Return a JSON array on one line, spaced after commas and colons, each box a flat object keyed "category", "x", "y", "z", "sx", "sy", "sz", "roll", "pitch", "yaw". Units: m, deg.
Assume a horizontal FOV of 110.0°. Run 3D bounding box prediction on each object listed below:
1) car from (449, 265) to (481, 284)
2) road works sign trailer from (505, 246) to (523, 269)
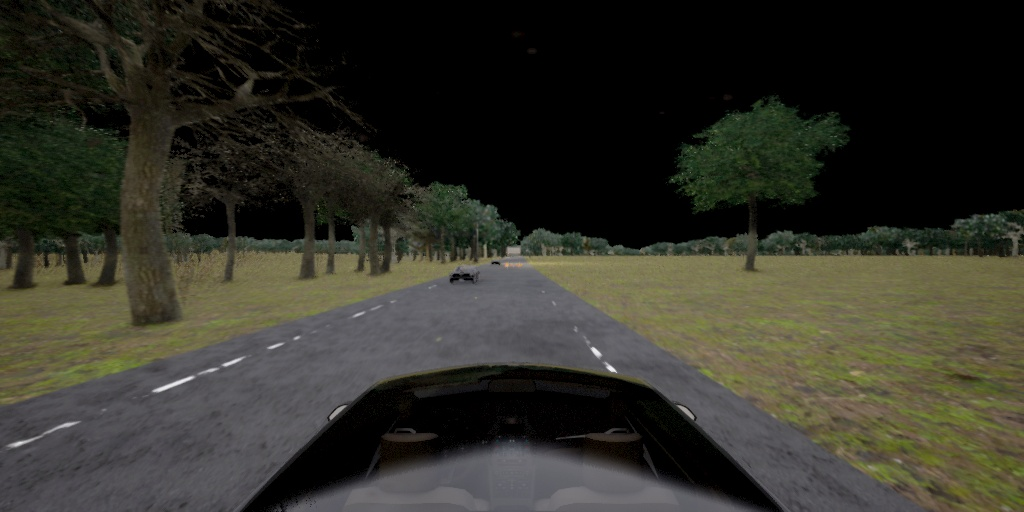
[{"category": "car", "x": -3.530, "y": 1.385, "z": 27.280, "sx": 1.895, "sy": 1.301, "sz": 4.718, "roll": 0, "pitch": 0, "yaw": 1}, {"category": "road works sign trailer", "x": 0.265, "y": 0.187, "z": 56.698, "sx": 2.380, "sy": 3.560, "sz": 2.880, "roll": 0, "pitch": 0, "yaw": 1}]
